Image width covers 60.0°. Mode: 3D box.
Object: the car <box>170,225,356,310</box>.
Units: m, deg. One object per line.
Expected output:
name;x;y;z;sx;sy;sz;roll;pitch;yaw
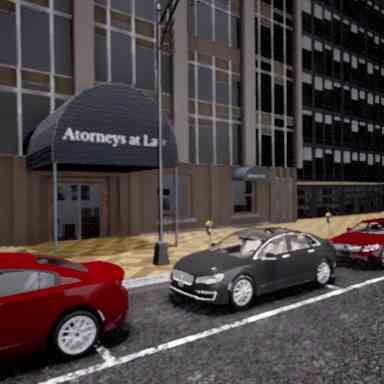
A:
car;1.571;1.530;7.673;4.403;1.369;2.008;0;0;-35

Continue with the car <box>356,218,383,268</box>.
car;6.209;1.544;10.958;4.206;1.307;1.802;0;0;-35

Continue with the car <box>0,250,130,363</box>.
car;-3.066;1.542;4.386;4.507;1.381;1.887;0;0;-35
